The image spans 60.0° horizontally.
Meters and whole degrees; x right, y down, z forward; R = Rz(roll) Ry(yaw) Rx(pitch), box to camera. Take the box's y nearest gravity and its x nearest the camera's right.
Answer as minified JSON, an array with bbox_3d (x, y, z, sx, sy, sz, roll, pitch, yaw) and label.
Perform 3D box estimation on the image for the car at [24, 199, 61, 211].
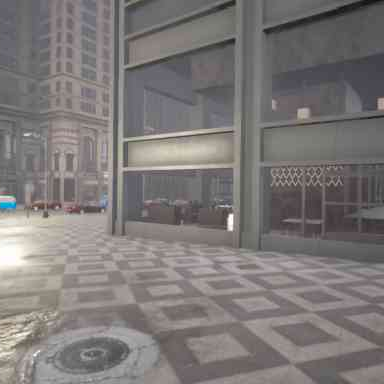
[{"bbox_3d":[-18.418,1.576,41.232,1.887,1.381,4.507,1,0,35],"label":"car"}]

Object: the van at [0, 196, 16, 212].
[{"bbox_3d":[-21.601,1.352,36.716,1.690,1.788,3.998,1,0,35],"label":"van"}]

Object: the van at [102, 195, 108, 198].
[{"bbox_3d":[-12.045,1.414,50.259,1.690,1.788,3.998,1,0,35],"label":"van"}]

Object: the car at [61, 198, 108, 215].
[{"bbox_3d":[-11.439,1.716,36.286,1.887,1.381,4.507,1,0,35],"label":"car"}]
